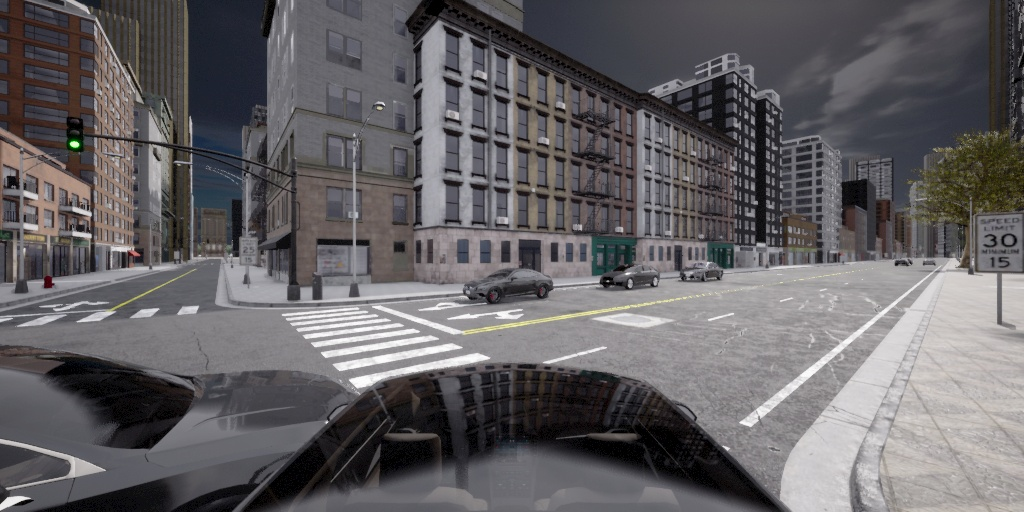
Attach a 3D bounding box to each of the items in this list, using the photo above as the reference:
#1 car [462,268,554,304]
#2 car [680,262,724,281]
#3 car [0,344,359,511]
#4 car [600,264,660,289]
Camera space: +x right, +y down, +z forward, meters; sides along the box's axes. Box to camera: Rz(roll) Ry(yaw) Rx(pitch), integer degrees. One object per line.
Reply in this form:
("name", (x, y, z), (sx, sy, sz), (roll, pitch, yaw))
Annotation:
("car", (-0.066, 1.286, 16.731), (4.674, 1.442, 1.812), (0, 0, -39))
("car", (15.615, 1.236, 29.451), (4.902, 1.511, 2.128), (0, 0, -39))
("car", (-3.225, 1.257, 1.754), (4.892, 1.490, 1.837), (0, 0, -35))
("car", (7.616, 1.258, 22.968), (4.892, 1.490, 1.837), (0, 0, -39))
